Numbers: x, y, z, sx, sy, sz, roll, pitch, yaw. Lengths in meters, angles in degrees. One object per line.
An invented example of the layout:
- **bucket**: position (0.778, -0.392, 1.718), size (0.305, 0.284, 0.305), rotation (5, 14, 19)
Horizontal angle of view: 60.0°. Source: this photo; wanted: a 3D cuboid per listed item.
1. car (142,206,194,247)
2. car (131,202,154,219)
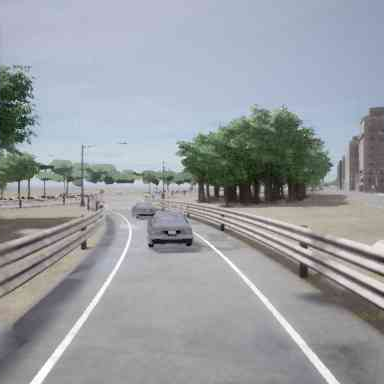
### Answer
- **car**: position (-1.105, 1.583, 15.099), size (2.033, 1.411, 5.357), rotation (0, 0, -8)
- **car**: position (-4.388, 1.625, 30.229), size (2.033, 1.411, 5.357), rotation (0, 0, -16)
